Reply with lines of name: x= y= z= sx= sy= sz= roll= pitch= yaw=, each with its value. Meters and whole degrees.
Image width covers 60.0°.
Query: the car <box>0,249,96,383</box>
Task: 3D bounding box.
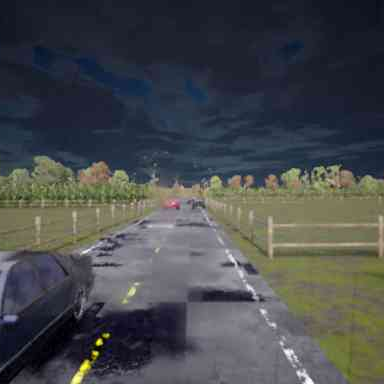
car: x=-2.851 y=1.571 z=4.521 sx=2.033 sy=1.411 sz=5.357 roll=0 pitch=0 yaw=0

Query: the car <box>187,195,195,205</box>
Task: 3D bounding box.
car: x=0.005 y=1.805 z=67.591 sx=1.812 sy=1.442 sz=4.674 roll=0 pitch=0 yaw=0

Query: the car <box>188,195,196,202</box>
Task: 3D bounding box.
car: x=0.006 y=1.552 z=80.827 sx=2.097 sy=1.767 sz=4.553 roll=0 pitch=0 yaw=0

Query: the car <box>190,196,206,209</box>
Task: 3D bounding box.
car: x=0.965 y=1.732 z=48.949 sx=1.837 sy=1.490 sz=4.892 roll=0 pitch=0 yaw=0

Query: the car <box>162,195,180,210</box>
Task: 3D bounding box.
car: x=-2.832 y=1.437 z=46.291 sx=2.150 sy=2.045 sz=5.566 roll=0 pitch=0 yaw=0
